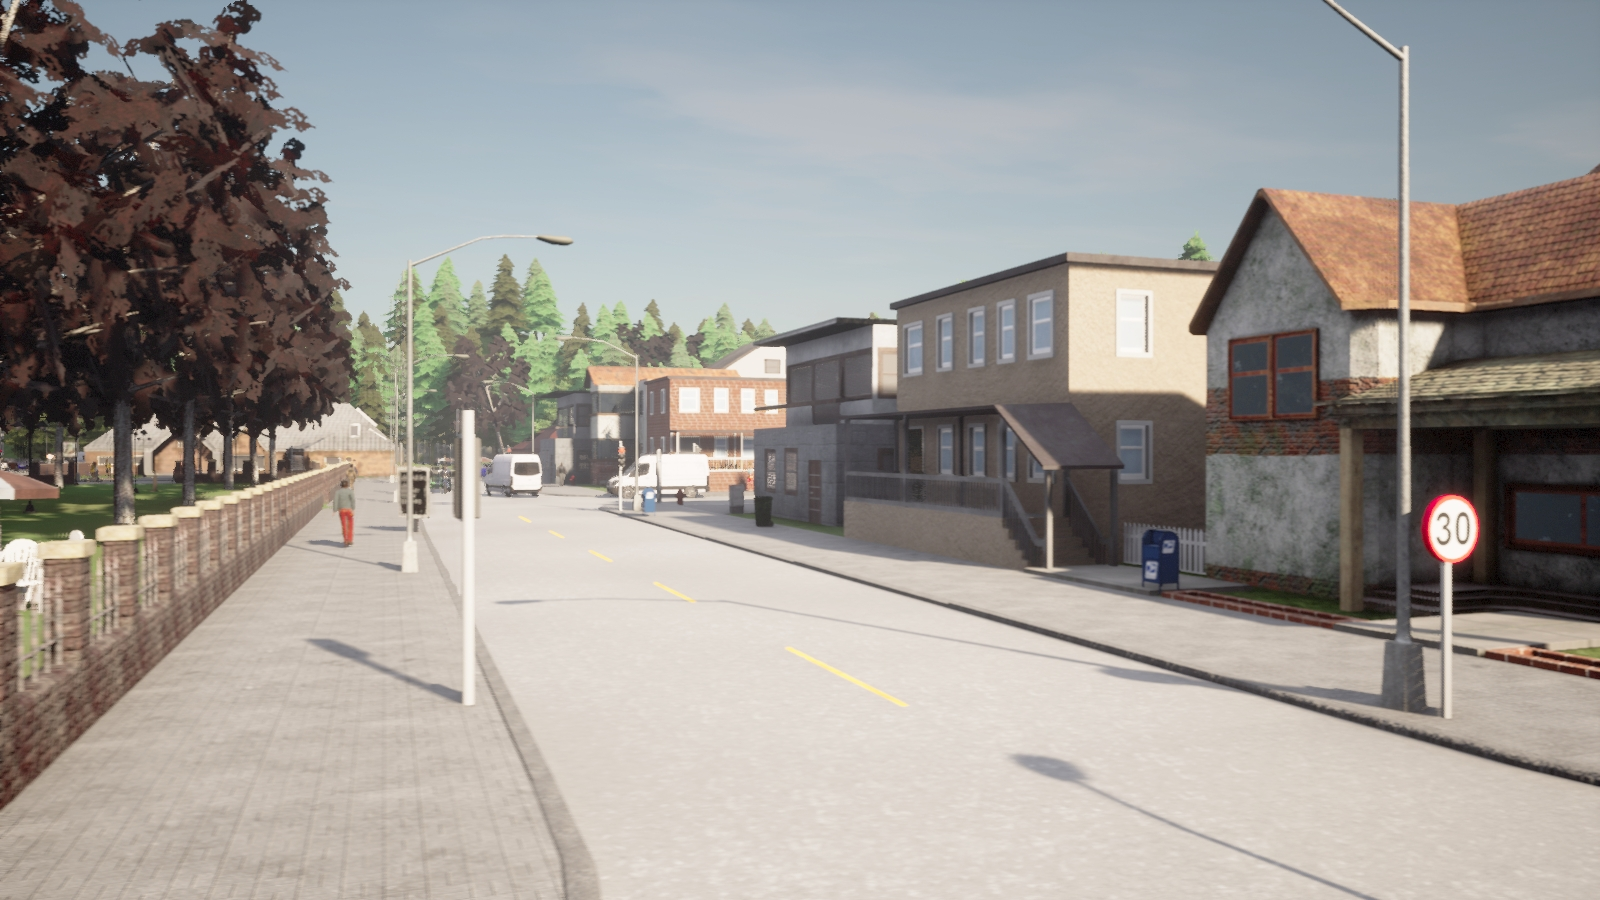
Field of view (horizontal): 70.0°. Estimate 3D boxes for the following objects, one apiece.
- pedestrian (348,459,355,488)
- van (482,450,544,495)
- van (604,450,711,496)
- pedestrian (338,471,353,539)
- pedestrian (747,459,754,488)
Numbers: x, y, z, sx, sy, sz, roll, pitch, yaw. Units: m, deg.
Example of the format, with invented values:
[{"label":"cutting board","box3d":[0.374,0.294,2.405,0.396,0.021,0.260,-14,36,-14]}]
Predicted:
[{"label":"pedestrian","box3d":[-28.802,1.525,73.363,0.375,1.860,0.375,0,0,-20]},{"label":"van","box3d":[-17.584,1.315,69.712,1.988,2.561,5.915,0,0,-32]},{"label":"van","box3d":[-8.308,1.314,66.474,5.915,2.561,1.988,0,0,-19]},{"label":"pedestrian","box3d":[-12.567,1.525,31.612,0.375,1.860,0.375,0,0,-18]},{"label":"pedestrian","box3d":[-3.211,1.515,73.876,0.375,1.860,0.375,0,0,-19]}]
